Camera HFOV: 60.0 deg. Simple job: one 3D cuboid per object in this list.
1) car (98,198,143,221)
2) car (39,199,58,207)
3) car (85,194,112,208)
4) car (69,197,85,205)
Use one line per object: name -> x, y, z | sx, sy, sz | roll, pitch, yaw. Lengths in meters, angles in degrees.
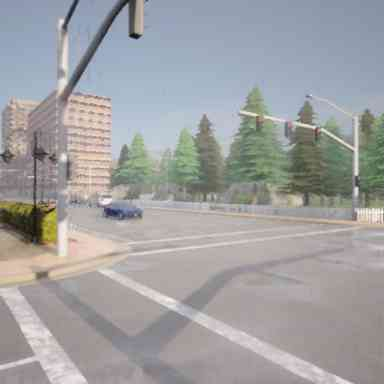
car -> -5.890, 1.525, 28.054 | 1.882, 1.535, 5.008 | 0, 0, -37
car -> -20.390, 1.675, 47.596 | 1.895, 1.301, 4.718 | 0, 0, -36
car -> -13.903, 1.305, 50.739 | 2.150, 2.045, 5.566 | 0, 0, -36
car -> -20.314, 1.643, 59.256 | 2.033, 1.411, 5.357 | 0, 0, -37
